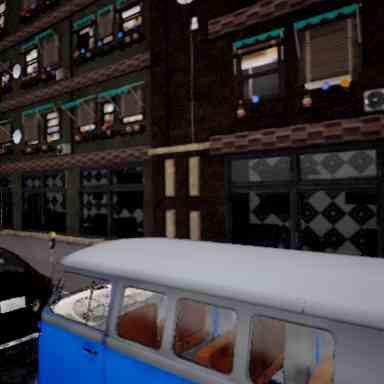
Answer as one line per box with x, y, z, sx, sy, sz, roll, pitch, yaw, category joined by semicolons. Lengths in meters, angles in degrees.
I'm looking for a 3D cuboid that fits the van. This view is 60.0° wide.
0.412;1.352;2.588;3.998;1.788;1.690;-1;-1;35;van

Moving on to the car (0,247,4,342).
-4.195;1.633;5.872;4.313;1.339;1.947;-1;-1;35;car
